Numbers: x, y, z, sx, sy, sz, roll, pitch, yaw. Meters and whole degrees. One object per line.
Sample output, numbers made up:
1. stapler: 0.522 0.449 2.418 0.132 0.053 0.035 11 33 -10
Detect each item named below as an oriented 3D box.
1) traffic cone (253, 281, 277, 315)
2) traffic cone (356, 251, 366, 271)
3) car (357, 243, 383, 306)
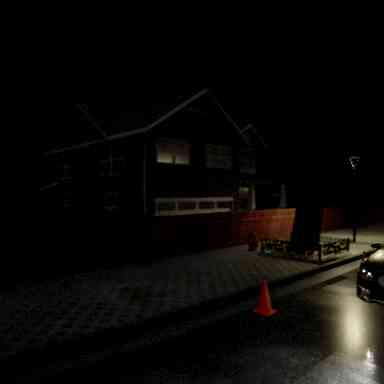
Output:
1. traffic cone: 1.409 2.009 6.423 0.340 0.580 0.340 0 -1 -43
2. traffic cone: 5.079 2.036 9.818 0.340 0.580 0.340 0 -1 -43
3. car: 5.379 1.552 7.414 4.902 1.511 2.128 0 -1 -43
